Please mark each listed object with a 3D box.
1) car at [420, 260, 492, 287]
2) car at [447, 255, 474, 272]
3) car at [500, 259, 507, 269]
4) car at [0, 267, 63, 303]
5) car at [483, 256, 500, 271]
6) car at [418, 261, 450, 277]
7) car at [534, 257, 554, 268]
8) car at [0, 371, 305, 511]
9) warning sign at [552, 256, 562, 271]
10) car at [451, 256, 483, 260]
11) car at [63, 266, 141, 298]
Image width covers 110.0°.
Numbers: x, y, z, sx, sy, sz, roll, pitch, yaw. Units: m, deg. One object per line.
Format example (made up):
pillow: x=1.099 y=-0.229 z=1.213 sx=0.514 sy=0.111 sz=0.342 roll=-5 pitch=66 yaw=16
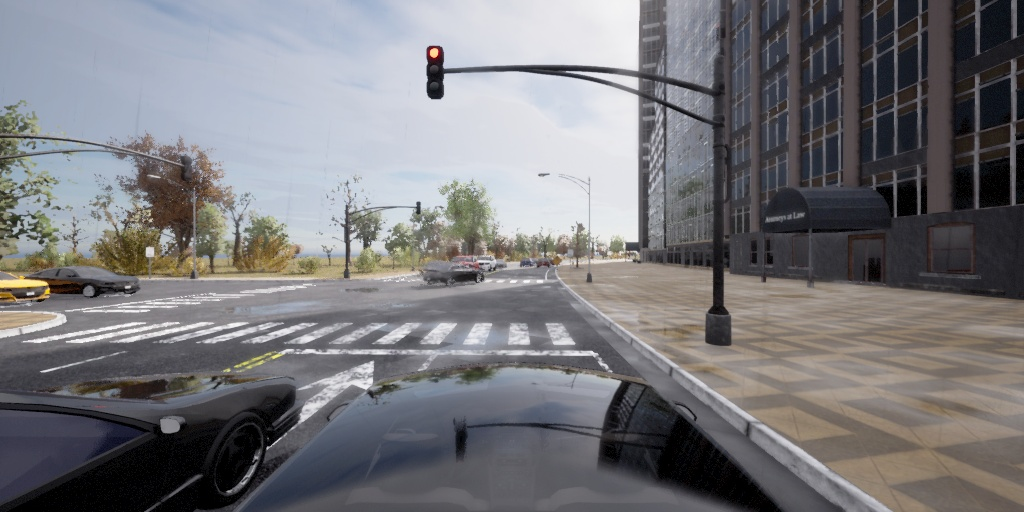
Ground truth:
car: x=-3.886 y=1.239 z=24.549 sx=2.128 sy=1.511 sz=4.902 roll=1 pitch=0 yaw=34
car: x=-6.750 y=0.967 z=47.610 sx=2.150 sy=2.045 sz=5.566 roll=0 pitch=0 yaw=7
car: x=-2.038 y=1.279 z=57.502 sx=1.812 sy=1.442 sz=4.674 roll=0 pitch=0 yaw=9
car: x=-22.466 y=1.289 z=14.987 sx=5.008 sy=1.535 sz=1.882 roll=0 pitch=0 yaw=3
car: x=-3.497 y=0.972 z=47.417 sx=2.150 sy=2.045 sz=5.566 roll=0 pitch=0 yaw=8
car: x=-7.943 y=1.252 z=37.071 sx=1.837 sy=1.490 sz=4.892 roll=0 pitch=0 yaw=6
car: x=5.658 y=1.111 z=63.002 sx=2.097 sy=1.767 sz=4.553 roll=0 pitch=0 yaw=10
car: x=-3.128 y=1.297 z=1.295 sx=2.033 sy=1.411 sz=5.357 roll=0 pitch=0 yaw=1
warning sign: x=5.544 y=0.869 z=43.990 sx=1.300 sy=1.860 sz=1.060 roll=0 pitch=0 yaw=7
car: x=-4.751 y=0.970 z=36.782 sx=2.150 sy=2.045 sz=5.566 roll=0 pitch=0 yaw=4
car: x=-21.820 y=1.275 z=18.208 sx=5.008 sy=1.535 sz=1.882 roll=0 pitch=0 yaw=4
